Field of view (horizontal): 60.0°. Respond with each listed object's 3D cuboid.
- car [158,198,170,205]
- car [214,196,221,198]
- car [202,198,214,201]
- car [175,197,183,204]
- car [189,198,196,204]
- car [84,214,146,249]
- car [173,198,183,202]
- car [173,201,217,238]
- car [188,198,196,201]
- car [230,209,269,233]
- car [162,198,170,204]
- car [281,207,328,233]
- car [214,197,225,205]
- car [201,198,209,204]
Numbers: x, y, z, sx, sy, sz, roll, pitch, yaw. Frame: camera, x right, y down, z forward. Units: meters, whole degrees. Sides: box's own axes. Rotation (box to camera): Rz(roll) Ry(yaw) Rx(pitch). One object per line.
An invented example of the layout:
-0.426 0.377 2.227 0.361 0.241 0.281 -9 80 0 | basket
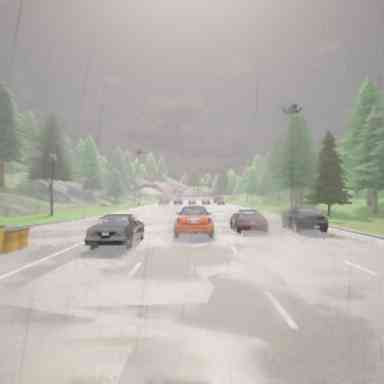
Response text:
-6.973 2.270 81.255 2.097 1.767 4.553 0 -1 0 | car
7.030 2.169 91.313 2.150 2.045 5.566 0 -1 0 | car
3.527 2.474 81.246 1.994 1.385 4.181 0 -1 0 | car
-3.470 2.300 91.255 2.097 1.767 4.553 0 -1 0 | car
0.030 2.422 91.282 1.882 1.535 5.008 0 -1 0 | car
-3.394 1.725 15.522 2.033 1.411 5.357 0 -1 0 | car
-3.473 2.270 81.253 2.097 1.767 4.553 0 -1 0 | car
0.107 1.572 19.331 2.097 1.767 4.553 0 -1 0 | car
0.027 2.474 81.247 1.994 1.385 4.181 0 -1 0 | car
3.608 1.810 21.575 1.994 1.385 4.181 0 -1 0 | car
-6.970 2.441 90.867 1.837 1.490 4.892 0 -1 0 | car
7.108 1.749 21.390 1.837 1.490 4.892 0 0 0 | car
7.027 2.517 81.274 1.895 1.301 4.718 0 -1 0 | car
3.530 2.468 91.280 1.812 1.442 4.674 0 -1 0 | car
